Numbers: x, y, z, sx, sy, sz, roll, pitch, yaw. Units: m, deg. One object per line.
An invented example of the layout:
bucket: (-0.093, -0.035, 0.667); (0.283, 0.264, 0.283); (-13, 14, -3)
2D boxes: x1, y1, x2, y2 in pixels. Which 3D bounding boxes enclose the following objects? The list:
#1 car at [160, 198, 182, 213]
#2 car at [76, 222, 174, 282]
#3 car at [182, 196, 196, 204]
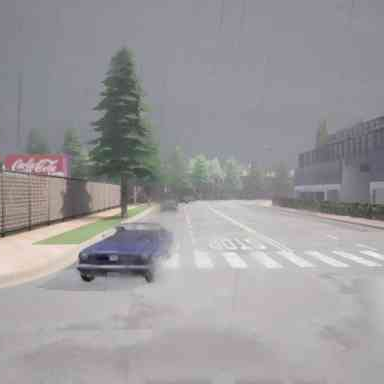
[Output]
car: (-2.428, 1.553, 36.604); (2.033, 1.411, 5.357); (0, 0, 0)
car: (-1.690, 1.605, 9.895); (1.895, 1.301, 4.718); (0, 0, 3)
car: (-0.886, 1.438, 61.812); (2.033, 1.411, 5.357); (0, 0, 20)
